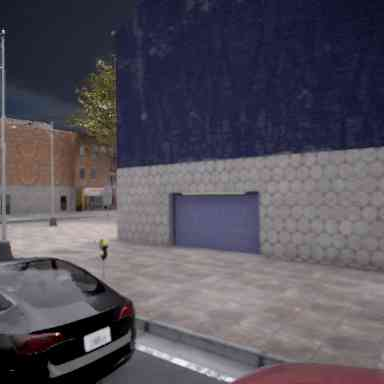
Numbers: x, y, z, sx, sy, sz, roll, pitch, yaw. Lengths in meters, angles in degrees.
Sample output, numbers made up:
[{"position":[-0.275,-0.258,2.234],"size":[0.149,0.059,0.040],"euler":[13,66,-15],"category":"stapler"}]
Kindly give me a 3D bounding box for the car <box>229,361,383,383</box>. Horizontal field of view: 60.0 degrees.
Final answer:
[{"position":[1.928,1.574,1.438],"size":[4.206,1.307,1.802],"euler":[-1,-1,36],"category":"car"}]

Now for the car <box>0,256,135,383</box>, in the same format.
[{"position":[-2.690,1.614,4.734],"size":[4.313,1.339,1.947],"euler":[-1,-1,36],"category":"car"}]
